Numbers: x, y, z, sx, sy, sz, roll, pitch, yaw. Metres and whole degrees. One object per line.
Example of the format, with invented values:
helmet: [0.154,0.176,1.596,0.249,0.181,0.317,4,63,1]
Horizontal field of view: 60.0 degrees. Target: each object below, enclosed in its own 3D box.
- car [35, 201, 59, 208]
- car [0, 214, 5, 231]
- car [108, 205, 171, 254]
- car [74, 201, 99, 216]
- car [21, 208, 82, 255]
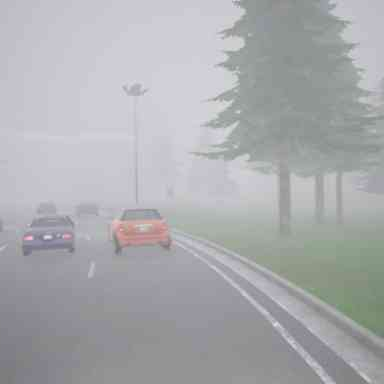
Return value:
car: [-14.419,1.677,33.133,1.837,1.490,4.892,-1,0,-24]
car: [-12.027,1.714,18.945,1.994,1.385,4.181,-1,0,-22]
car: [-2.392,1.375,14.101,2.097,1.767,4.553,-1,0,-18]
car: [-10.516,1.598,33.019,1.882,1.535,5.008,-1,0,-24]
car: [-5.825,1.617,13.826,2.033,1.411,5.357,-1,0,-20]
